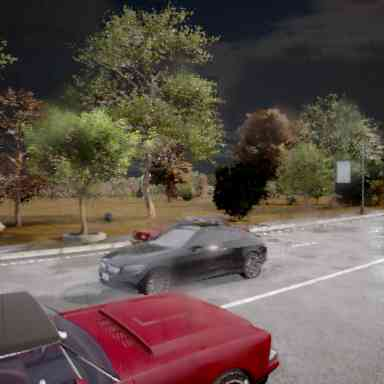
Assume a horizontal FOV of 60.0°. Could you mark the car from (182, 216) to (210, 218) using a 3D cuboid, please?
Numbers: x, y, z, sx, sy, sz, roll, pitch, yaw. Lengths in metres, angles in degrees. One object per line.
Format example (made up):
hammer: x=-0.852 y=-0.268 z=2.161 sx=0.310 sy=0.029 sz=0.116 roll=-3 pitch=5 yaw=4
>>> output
car: x=0.046 y=1.626 z=12.926 sx=4.718 sy=1.301 sz=1.895 roll=0 pitch=0 yaw=-38

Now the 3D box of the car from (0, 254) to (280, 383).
car: x=-1.438 y=1.610 z=2.803 sx=4.718 sy=1.301 sz=1.895 roll=0 pitch=0 yaw=-36

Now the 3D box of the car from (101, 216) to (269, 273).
car: x=0.010 y=1.543 z=8.500 sx=4.674 sy=1.442 sz=1.812 roll=0 pitch=0 yaw=-37
